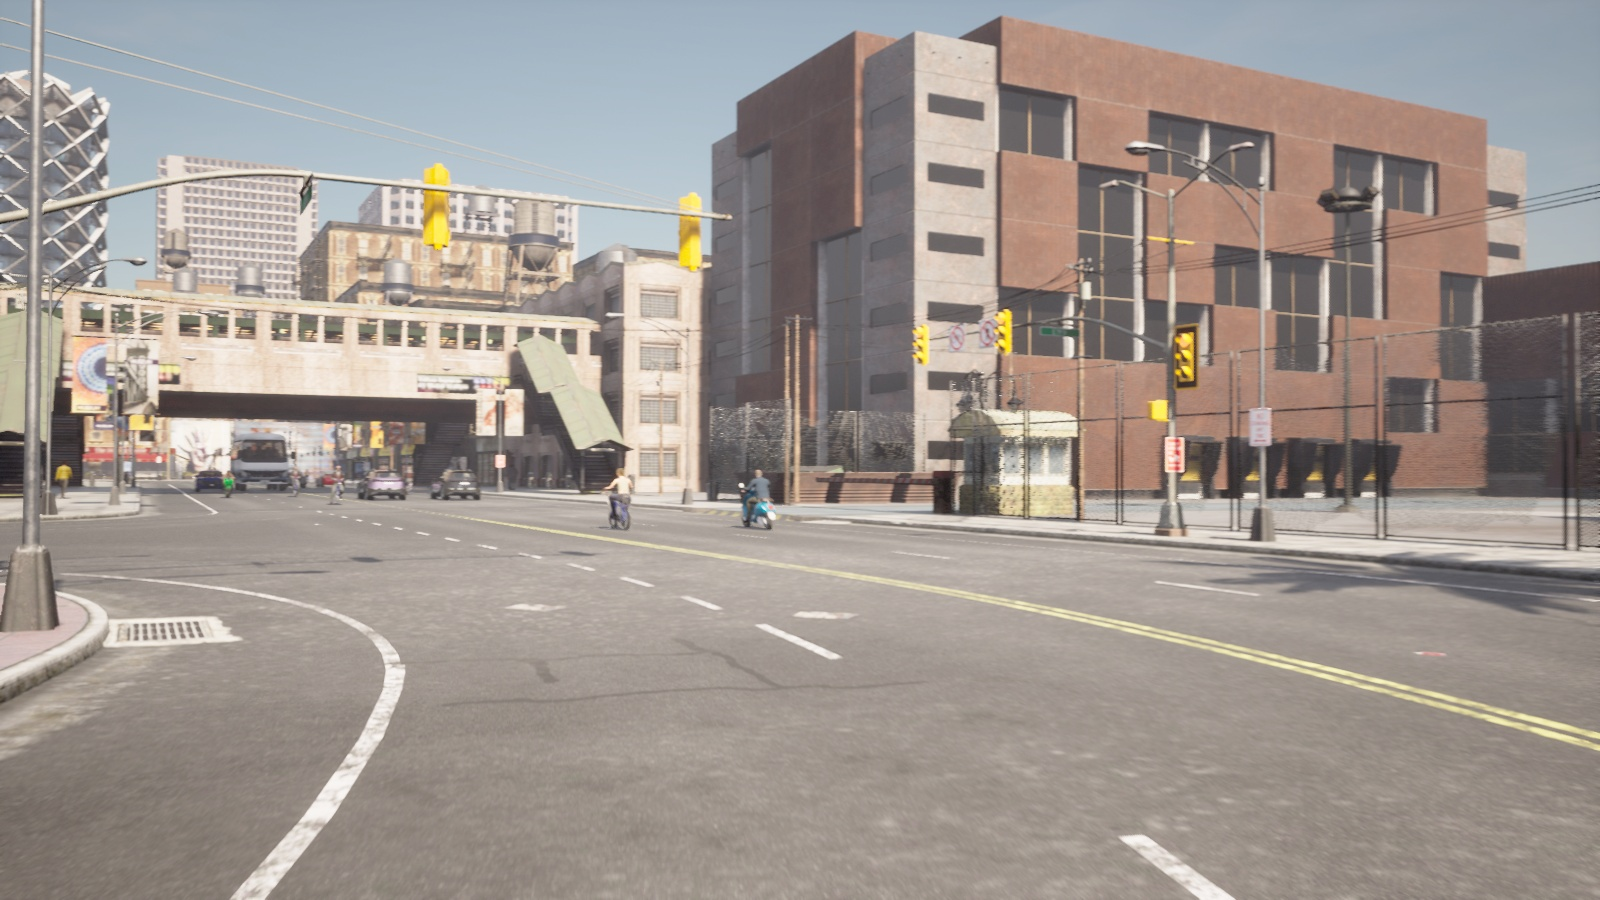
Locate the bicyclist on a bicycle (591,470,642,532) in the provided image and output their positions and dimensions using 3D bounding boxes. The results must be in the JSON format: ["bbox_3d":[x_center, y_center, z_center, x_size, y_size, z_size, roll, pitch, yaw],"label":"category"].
[{"bbox_3d":[-4.862,1.333,33.276,0.866,1.612,1.509,0,-1,-28],"label":"bicyclist on a bicycle"}]

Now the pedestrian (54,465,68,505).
[{"bbox_3d":[-34.721,1.639,59.009,0.431,1.840,0.709,0,-1,-21],"label":"pedestrian"}]

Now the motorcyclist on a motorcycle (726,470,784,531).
[{"bbox_3d":[-1.231,1.341,33.869,0.866,1.590,1.817,0,-1,-28],"label":"motorcyclist on a motorcycle"}]

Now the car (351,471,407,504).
[{"bbox_3d":[-22.109,1.962,65.901,2.033,1.649,4.856,0,-1,-28],"label":"car"}]

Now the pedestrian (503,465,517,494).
[{"bbox_3d":[-20.095,2.031,86.955,0.659,1.952,0.873,0,-1,-37],"label":"pedestrian"}]

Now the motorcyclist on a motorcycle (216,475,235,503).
[{"bbox_3d":[-30.923,2.088,67.600,0.797,1.523,2.044,0,-1,-28],"label":"motorcyclist on a motorcycle"}]

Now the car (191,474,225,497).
[{"bbox_3d":[-41.124,2.465,87.193,1.882,1.535,5.008,0,-1,-28],"label":"car"}]

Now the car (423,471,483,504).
[{"bbox_3d":[-18.358,1.949,66.291,2.033,1.649,4.856,0,-1,-28],"label":"car"}]
